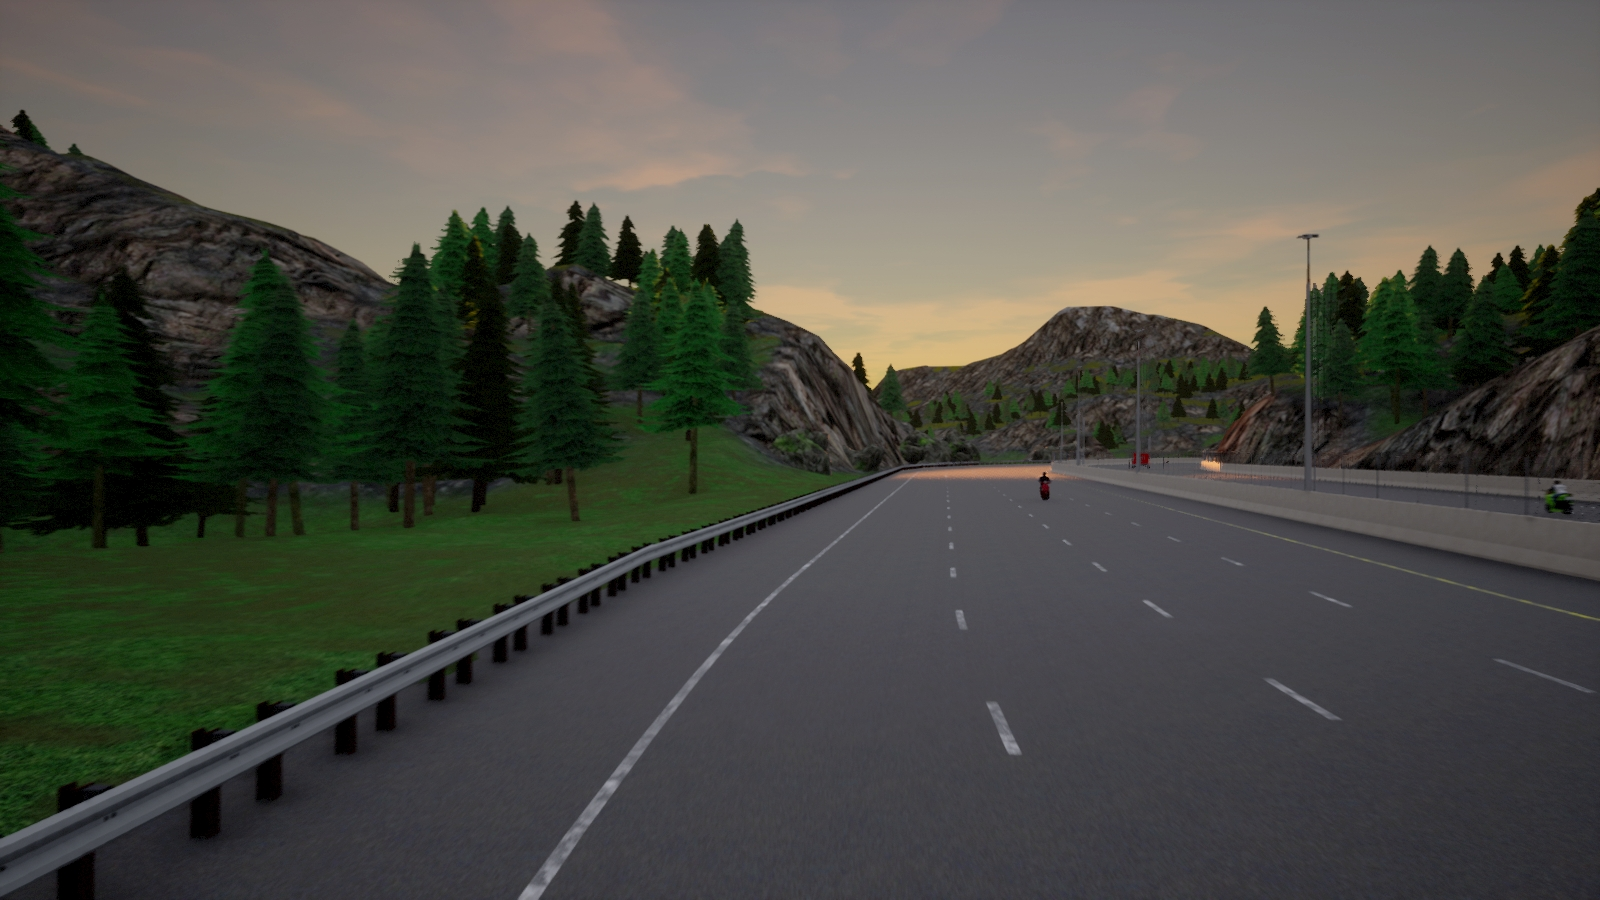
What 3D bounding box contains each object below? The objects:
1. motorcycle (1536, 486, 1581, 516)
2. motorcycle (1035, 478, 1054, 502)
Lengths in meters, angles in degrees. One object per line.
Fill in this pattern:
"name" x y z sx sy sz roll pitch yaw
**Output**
"motorcycle" 32.921 2.215 49.621 0.803 1.217 2.033 0 0 7
"motorcycle" 13.437 2.197 62.764 0.856 1.236 1.805 0 0 7
